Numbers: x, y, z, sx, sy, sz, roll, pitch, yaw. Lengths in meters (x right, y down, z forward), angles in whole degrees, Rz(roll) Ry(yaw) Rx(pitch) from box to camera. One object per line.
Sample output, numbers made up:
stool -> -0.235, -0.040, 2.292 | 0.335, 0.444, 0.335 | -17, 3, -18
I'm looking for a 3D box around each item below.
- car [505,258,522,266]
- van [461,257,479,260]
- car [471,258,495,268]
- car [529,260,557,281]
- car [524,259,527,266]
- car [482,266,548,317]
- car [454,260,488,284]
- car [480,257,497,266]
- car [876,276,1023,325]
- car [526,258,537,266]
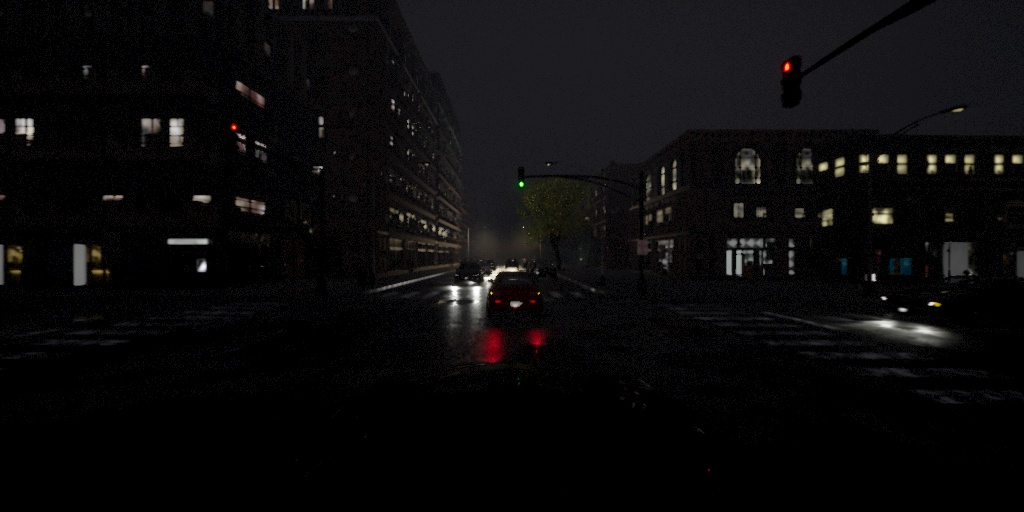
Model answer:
car -> 0.001, 1.090, 55.995 | 2.097, 1.767, 4.553 | 0, 0, 0
van -> -5.690, 1.074, 46.383 | 1.690, 1.789, 3.998 | 0, 0, 0
car -> -3.081, 1.259, 36.562 | 1.812, 1.442, 4.674 | 0, 0, 0
car -> 2.691, 1.284, 29.291 | 2.007, 1.370, 4.403 | 0, 0, 0
car -> 2.691, 1.173, 40.685 | 1.967, 1.591, 4.097 | 0, 0, 0
car -> 0.092, 1.264, 13.019 | 1.812, 1.442, 4.674 | 0, 0, 0
car -> -3.089, 1.238, 26.620 | 1.837, 1.490, 4.892 | 0, 0, 0
car -> -3.067, 1.239, 47.597 | 1.837, 1.490, 4.892 | 0, 0, 0
car -> 15.233, 1.356, 11.594 | 5.357, 1.411, 2.033 | 0, 0, -1
car -> 2.691, 1.173, 34.989 | 1.967, 1.591, 4.097 | 0, 0, 0
